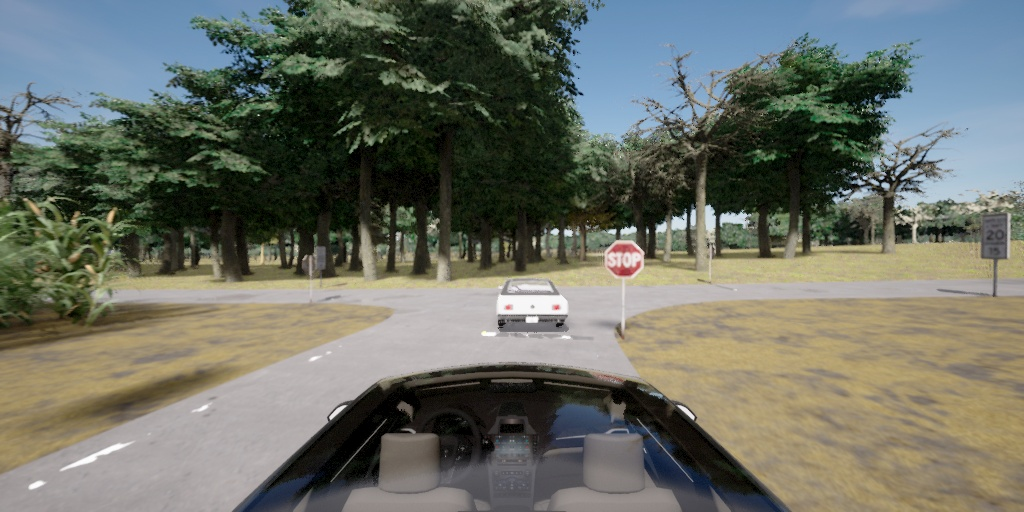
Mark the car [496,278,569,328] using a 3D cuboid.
[{"bbox_3d":[0.477,1.333,11.359,1.895,1.301,4.718,0,0,-1],"label":"car"}]
